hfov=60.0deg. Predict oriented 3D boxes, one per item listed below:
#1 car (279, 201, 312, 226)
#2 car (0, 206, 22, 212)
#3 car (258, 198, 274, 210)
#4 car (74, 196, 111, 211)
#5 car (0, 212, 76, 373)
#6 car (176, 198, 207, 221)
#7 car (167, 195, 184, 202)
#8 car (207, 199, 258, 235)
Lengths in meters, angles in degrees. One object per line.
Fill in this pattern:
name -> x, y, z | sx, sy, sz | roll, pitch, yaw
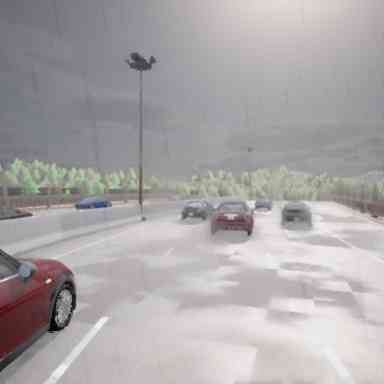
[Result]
car -> 6.973, 1.402, 22.419 | 1.837, 1.490, 4.892 | 0, 0, 15
car -> -9.214, 1.358, 14.658 | 1.882, 1.535, 5.008 | 0, 0, 9
car -> 8.362, 1.356, 38.674 | 2.033, 1.411, 5.357 | 0, 0, 18
car -> -10.841, 1.226, 36.656 | 1.882, 1.535, 5.008 | 0, 0, 18
car -> -3.122, 1.317, 3.927 | 2.097, 1.767, 4.553 | 0, 0, 3
car -> 0.537, 1.381, 25.373 | 1.812, 1.442, 4.674 | 0, 0, 15
car -> -2.294, 1.249, 51.541 | 1.812, 1.442, 4.674 | 0, 0, 18
car -> 2.346, 1.255, 18.223 | 2.097, 1.767, 4.553 | 0, 0, 12
